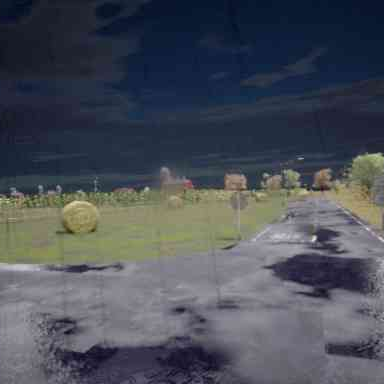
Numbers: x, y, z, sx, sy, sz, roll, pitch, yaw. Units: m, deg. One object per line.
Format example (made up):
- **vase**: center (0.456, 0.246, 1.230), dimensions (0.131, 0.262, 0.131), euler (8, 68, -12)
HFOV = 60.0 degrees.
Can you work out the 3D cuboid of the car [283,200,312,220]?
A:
- **car**: center (8.911, 1.501, 27.994), dimensions (1.837, 1.490, 4.892), euler (-3, 0, 21)
